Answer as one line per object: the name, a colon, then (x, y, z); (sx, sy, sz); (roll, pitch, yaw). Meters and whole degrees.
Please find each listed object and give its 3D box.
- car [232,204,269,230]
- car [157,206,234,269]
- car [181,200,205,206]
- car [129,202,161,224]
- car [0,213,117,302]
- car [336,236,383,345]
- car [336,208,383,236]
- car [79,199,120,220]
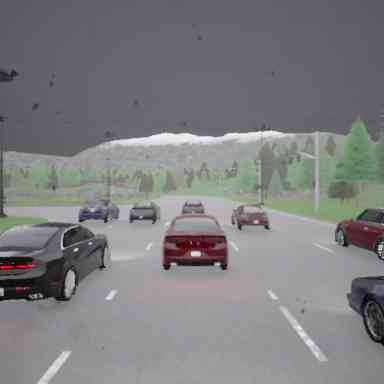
car: (3.599, 1.503, 20.979); (1.812, 1.442, 4.674); (0, 0, 0)
car: (0.096, 1.466, 11.184); (1.882, 1.535, 5.008); (0, 0, 0)
car: (0.100, 1.462, 29.398); (2.128, 1.511, 4.902); (0, 0, 0)
car: (-3.400, 1.467, 24.641); (2.128, 1.511, 4.902); (0, 0, 0)
car: (-3.404, 1.496, 8.202); (1.837, 1.490, 4.892); (0, 0, 0)
car: (3.599, 1.544, 3.298); (2.033, 1.411, 5.357); (0, 0, 0)
car: (7.100, 1.339, 12.182); (2.097, 1.767, 4.553); (0, 0, 0)
car: (-6.900, 1.325, 25.165); (2.097, 1.767, 4.553); (0, 0, 0)
